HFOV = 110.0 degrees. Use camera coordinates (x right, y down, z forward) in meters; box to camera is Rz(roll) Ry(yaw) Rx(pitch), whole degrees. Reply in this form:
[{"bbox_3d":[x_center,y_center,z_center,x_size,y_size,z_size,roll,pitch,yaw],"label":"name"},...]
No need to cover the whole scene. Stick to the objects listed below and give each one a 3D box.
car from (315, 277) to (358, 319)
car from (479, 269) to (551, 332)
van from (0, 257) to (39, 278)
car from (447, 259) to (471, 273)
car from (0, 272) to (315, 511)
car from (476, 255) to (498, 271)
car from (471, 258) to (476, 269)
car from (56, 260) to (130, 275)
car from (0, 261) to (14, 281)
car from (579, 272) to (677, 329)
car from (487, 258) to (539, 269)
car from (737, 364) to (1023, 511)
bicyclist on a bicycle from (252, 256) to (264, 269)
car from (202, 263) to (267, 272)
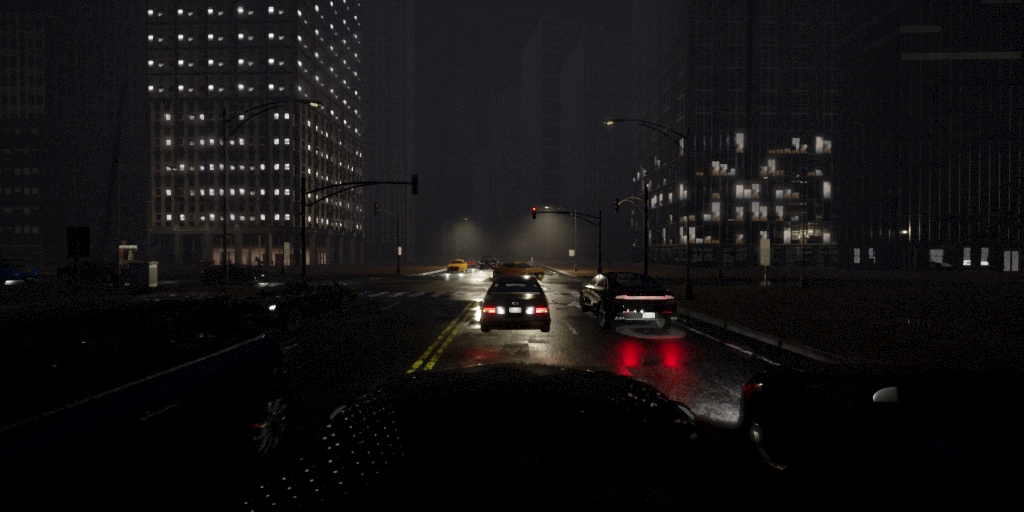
[{"bbox_3d":[-6.593,1.347,10.935,1.895,1.301,4.718,0,0,0],"label":"car"},{"bbox_3d":[0.107,1.294,10.774,2.033,1.411,5.357,0,0,1],"label":"car"},{"bbox_3d":[-33.915,0.959,23.716,3.998,1.789,1.690,0,0,1],"label":"van"},{"bbox_3d":[-6.561,1.193,43.306,1.882,1.535,5.008,0,0,0],"label":"car"},{"bbox_3d":[-3.352,1.101,1.868,2.097,1.767,4.553,0,0,0],"label":"car"},{"bbox_3d":[-3.303,0.927,49.298,2.150,2.045,5.566,0,0,0],"label":"car"},{"bbox_3d":[-6.546,1.217,55.595,1.812,1.442,4.674,0,0,0],"label":"car"},{"bbox_3d":[-30.059,1.093,26.201,5.008,1.535,1.882,0,0,2],"label":"car"},{"bbox_3d":[-40.301,1.092,26.484,4.674,1.442,1.812,0,0,2],"label":"car"},{"bbox_3d":[3.354,1.238,11.188,2.128,1.511,4.902,0,0,0],"label":"car"},{"bbox_3d":[0.469,1.207,29.036,1.882,1.535,5.008,-2,2,-41],"label":"car"},{"bbox_3d":[3.354,1.314,2.032,1.994,1.385,4.181,0,0,0],"label":"car"},{"bbox_3d":[-24.675,0.867,34.798,0.582,1.620,1.656,0,1,1],"label":"bicyclist on a bicycle"},{"bbox_3d":[-19.967,1.227,25.940,4.181,1.385,1.994,0,0,1],"label":"car"}]
